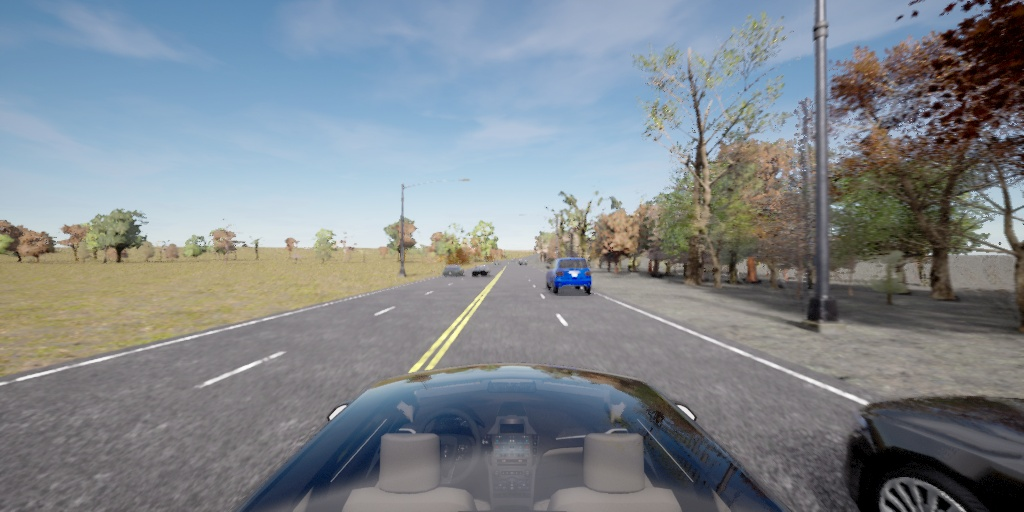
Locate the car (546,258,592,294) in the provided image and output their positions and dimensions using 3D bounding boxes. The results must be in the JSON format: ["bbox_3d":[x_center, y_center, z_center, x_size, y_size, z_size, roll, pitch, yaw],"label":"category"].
[{"bbox_3d":[3.353,1.142,21.931,2.150,2.045,5.566,-1,-1,0],"label":"car"}]

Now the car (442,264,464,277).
[{"bbox_3d":[-6.572,1.644,40.298,1.994,1.385,4.181,0,-1,0],"label":"car"}]

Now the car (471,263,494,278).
[{"bbox_3d":[-3.329,1.670,39.014,1.895,1.301,4.718,0,0,0],"label":"car"}]

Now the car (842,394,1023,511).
[{"bbox_3d":[3.351,1.225,0.621,2.128,1.511,4.902,0,-1,0],"label":"car"}]
